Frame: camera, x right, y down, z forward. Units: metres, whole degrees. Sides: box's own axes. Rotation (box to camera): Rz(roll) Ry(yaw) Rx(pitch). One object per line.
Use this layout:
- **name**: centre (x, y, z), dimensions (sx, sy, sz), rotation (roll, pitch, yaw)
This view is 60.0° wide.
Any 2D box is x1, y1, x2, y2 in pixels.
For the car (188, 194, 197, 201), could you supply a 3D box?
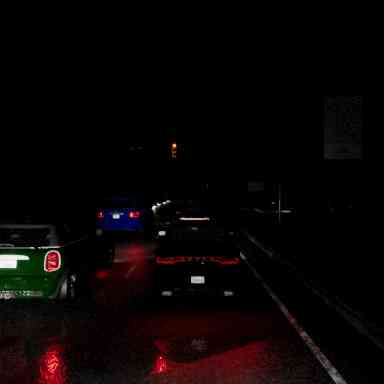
- **car**: centre (0.128, 1.348, 85.967), dimensions (2.097, 1.767, 4.553), rotation (0, 0, 0)

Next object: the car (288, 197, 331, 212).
- **car**: centre (13.764, 1.564, 38.361), dimensions (4.181, 1.385, 1.994), rotation (0, 0, 3)

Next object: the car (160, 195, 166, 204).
- **car**: centre (-6.932, 1.547, 65.673), dimensions (2.033, 1.411, 5.357), rotation (0, 0, 1)

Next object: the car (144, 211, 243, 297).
- **car**: centre (0.113, 1.478, 8.648), dimensions (1.882, 1.535, 5.008), rotation (0, 0, 0)

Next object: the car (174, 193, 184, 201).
- **car**: centre (-3.372, 1.218, 85.650), dimensions (2.150, 2.045, 5.566), rotation (0, 0, 0)

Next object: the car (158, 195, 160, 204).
- **car**: centre (-7.002, 1.505, 55.801), dimensions (1.837, 1.490, 4.892), rotation (0, 0, 0)

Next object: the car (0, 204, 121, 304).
- **car**: centre (-3.388, 1.352, 8.276), dimensions (2.097, 1.767, 4.553), rotation (0, 0, 0)

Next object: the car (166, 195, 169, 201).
- **car**: centre (-6.888, 1.478, 75.390), dimensions (1.882, 1.535, 5.008), rotation (0, 0, 0)

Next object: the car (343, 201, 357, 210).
- **car**: centre (20.589, 1.562, 41.476), dimensions (4.181, 1.385, 1.994), rotation (0, 0, 3)

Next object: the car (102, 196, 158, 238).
- **car**: centre (-3.393, 1.221, 17.893), dimensions (2.150, 2.045, 5.566), rotation (0, 0, 2)

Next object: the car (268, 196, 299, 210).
- **car**: centre (12.009, 1.352, 41.970), dimensions (4.553, 1.767, 2.097), rotation (0, 0, 3)

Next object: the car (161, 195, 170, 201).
- **car**: centre (-6.873, 1.459, 85.415), dimensions (1.882, 1.535, 5.008), rotation (0, 0, 0)

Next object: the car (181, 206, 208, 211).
- **car**: centre (0.127, 1.491, 18.148), dimensions (2.128, 1.511, 4.902), rotation (0, 0, 0)
